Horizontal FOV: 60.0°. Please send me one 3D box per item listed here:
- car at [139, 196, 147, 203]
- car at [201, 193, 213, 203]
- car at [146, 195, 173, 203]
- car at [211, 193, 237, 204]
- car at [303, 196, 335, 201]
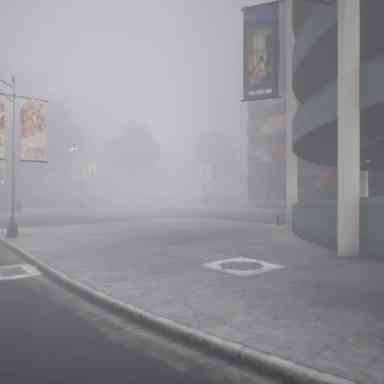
[{"bbox_3d":[-8.940,1.452,70.653,4.892,1.490,1.837,0,0,-39],"label":"car"},{"bbox_3d":[4.346,1.255,66.546,5.566,2.045,2.150,0,0,-39],"label":"car"},{"bbox_3d":[-6.386,1.601,68.220,4.718,1.301,1.895,0,0,-38],"label":"car"},{"bbox_3d":[6.507,1.514,63.793,4.892,1.490,1.837,0,0,-39],"label":"car"},{"bbox_3d":[15.310,1.316,40.811,4.674,1.452,2.002,0,0,-39],"label":"car"}]
